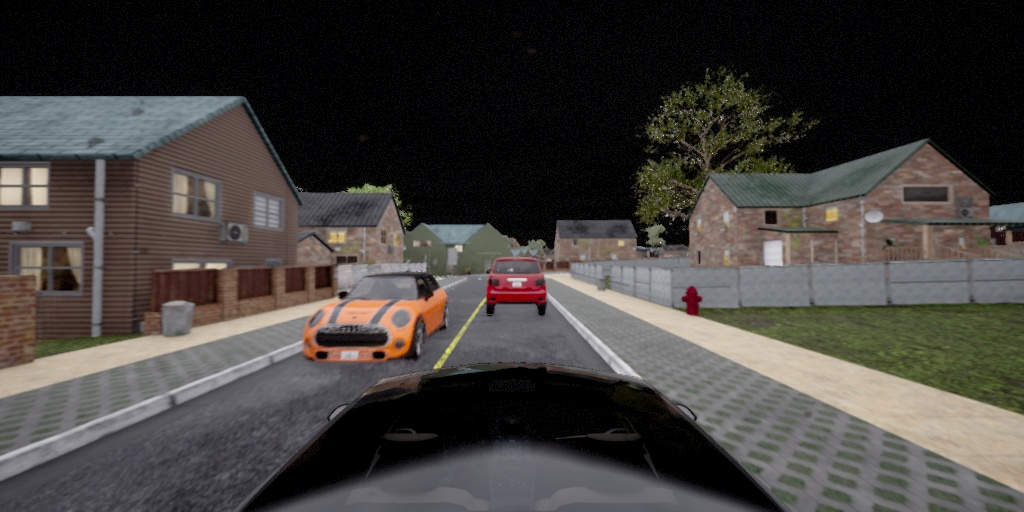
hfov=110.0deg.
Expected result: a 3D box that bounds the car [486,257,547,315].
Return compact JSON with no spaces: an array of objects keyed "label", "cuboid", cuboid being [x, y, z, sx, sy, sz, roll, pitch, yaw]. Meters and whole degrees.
[{"label":"car","cuboid":[0.112,1.117,14.535,2.150,2.045,5.566,0,-2,-1]}]

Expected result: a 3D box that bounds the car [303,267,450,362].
[{"label":"car","cuboid":[-2.853,1.183,8.555,2.097,1.767,4.553,0,-1,0]}]
